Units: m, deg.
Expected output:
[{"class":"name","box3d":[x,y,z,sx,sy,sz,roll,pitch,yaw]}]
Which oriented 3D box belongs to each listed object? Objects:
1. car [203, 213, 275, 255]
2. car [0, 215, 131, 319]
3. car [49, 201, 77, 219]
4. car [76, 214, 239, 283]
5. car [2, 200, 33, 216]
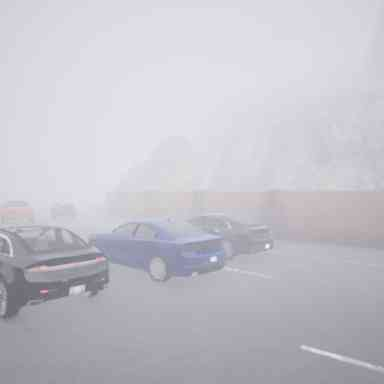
[{"class":"car","box3d":[0.768,1.558,12.830,4.892,1.490,1.837,1,0,43]},{"class":"car","box3d":[-3.784,1.511,7.532,4.902,1.511,2.128,0,0,43]},{"class":"car","box3d":[-11.240,1.568,28.916,2.128,1.511,4.902,0,0,-27]},{"class":"car","box3d":[-1.274,1.512,9.946,5.008,1.535,1.882,0,0,43]},{"class":"car","box3d":[-13.774,1.412,26.257,2.097,1.767,4.553,0,0,-29]}]
